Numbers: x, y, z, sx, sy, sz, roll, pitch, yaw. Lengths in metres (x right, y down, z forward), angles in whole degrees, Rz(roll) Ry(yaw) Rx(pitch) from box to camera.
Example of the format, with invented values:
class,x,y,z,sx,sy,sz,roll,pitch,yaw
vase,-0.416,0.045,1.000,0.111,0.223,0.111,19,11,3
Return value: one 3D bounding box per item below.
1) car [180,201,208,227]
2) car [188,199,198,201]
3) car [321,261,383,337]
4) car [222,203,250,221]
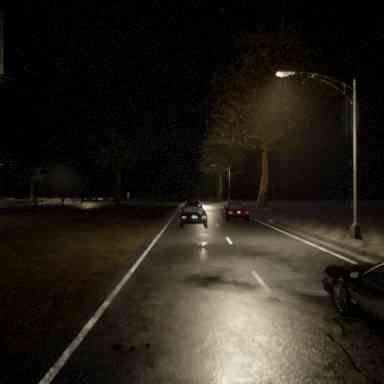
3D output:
class,x,y,z,sx,sy,sz,roll,pitch,yaw
car,0.108,1.611,23.100,2.033,1.411,5.357,0,0,0
car,0.117,1.601,41.504,1.994,1.385,4.181,0,0,0
car,3.601,1.568,4.441,2.033,1.411,5.357,0,0,0
car,3.610,1.608,28.133,2.033,1.411,5.357,0,0,0
